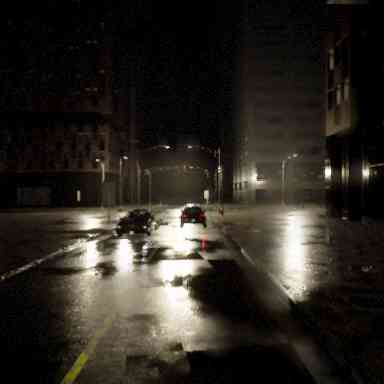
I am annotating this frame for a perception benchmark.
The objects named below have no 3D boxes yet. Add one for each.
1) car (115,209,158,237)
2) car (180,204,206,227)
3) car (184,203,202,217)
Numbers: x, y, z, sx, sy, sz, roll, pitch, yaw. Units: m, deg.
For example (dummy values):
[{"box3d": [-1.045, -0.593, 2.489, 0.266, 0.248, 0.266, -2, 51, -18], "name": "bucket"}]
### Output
[{"box3d": [-3.105, 1.745, 19.764, 2.033, 1.411, 5.357, 0, -1, 0], "name": "car"}, {"box3d": [0.089, 1.772, 24.703, 1.812, 1.442, 4.674, 0, 0, 0], "name": "car"}, {"box3d": [0.091, 1.961, 36.505, 1.895, 1.301, 4.718, 0, -1, 0], "name": "car"}]
